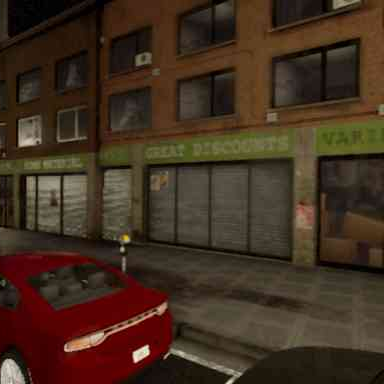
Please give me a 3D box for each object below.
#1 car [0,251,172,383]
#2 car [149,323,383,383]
[{"bbox_3d":[-2.343,1.532,4.743,4.507,1.381,1.887,0,1,36],"label":"car"},{"bbox_3d":[2.131,1.554,1.550,4.403,1.369,2.008,0,1,36],"label":"car"}]
